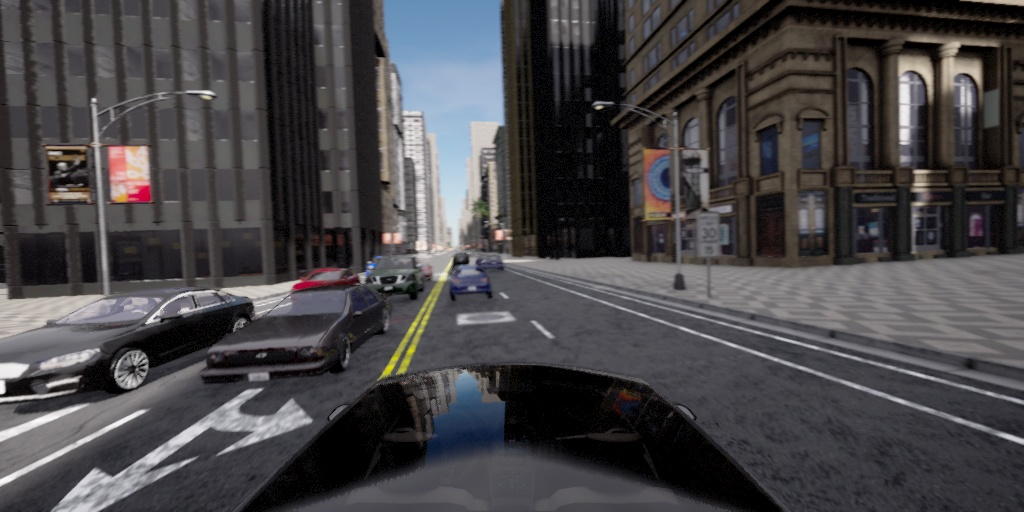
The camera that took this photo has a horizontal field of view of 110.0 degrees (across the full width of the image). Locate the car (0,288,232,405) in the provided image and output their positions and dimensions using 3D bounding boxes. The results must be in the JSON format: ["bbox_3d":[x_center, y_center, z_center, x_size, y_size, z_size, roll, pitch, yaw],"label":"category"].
[{"bbox_3d":[-7.230,1.457,7.146,2.128,1.511,4.902,-2,1,-8],"label":"car"}]

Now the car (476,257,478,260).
[{"bbox_3d":[-4.085,0.525,51.151,2.097,1.767,4.553,-2,1,-8],"label":"car"}]

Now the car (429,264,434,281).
[{"bbox_3d":[-7.243,1.182,28.440,1.812,1.442,4.674,-2,1,-9],"label":"car"}]

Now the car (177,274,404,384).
[{"bbox_3d":[-4.047,1.381,7.959,2.033,1.411,5.357,-2,1,-6],"label":"car"}]

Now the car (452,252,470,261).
[{"bbox_3d":[-6.760,0.556,47.623,2.150,2.045,5.566,-2,1,-9],"label":"car"}]

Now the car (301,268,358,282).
[{"bbox_3d":[-8.831,1.357,17.381,1.882,1.535,5.008,-2,1,-9],"label":"car"}]

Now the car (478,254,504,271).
[{"bbox_3d":[-2.130,0.662,38.374,2.097,1.767,4.553,-2,1,-9],"label":"car"}]

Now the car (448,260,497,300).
[{"bbox_3d":[-2.003,1.152,17.037,1.812,1.442,4.674,-2,1,-9],"label":"car"}]

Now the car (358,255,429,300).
[{"bbox_3d":[-5.617,0.973,17.782,2.150,2.045,5.566,-2,1,-9],"label":"car"}]

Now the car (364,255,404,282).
[{"bbox_3d":[-10.939,0.979,31.036,2.150,2.045,5.566,-2,1,-8],"label":"car"}]
